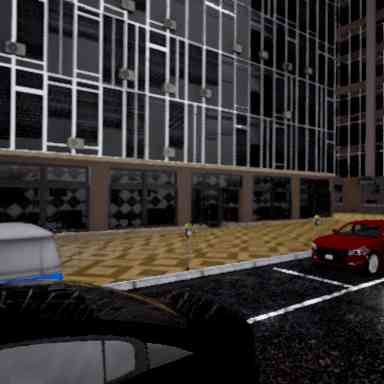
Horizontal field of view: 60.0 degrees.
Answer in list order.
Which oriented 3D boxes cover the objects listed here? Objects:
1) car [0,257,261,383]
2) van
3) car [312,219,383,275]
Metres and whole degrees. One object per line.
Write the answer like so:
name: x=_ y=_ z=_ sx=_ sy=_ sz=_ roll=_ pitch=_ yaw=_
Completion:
car: x=-1.747 y=1.476 z=2.133 sx=5.008 sy=1.535 sz=1.882 roll=1 pitch=0 yaw=-35
van: x=-3.671 y=1.337 z=4.083 sx=3.998 sy=1.788 sz=1.690 roll=0 pitch=0 yaw=-35
car: x=5.662 y=1.573 z=10.589 sx=4.507 sy=1.381 sz=1.887 roll=0 pitch=0 yaw=-35
